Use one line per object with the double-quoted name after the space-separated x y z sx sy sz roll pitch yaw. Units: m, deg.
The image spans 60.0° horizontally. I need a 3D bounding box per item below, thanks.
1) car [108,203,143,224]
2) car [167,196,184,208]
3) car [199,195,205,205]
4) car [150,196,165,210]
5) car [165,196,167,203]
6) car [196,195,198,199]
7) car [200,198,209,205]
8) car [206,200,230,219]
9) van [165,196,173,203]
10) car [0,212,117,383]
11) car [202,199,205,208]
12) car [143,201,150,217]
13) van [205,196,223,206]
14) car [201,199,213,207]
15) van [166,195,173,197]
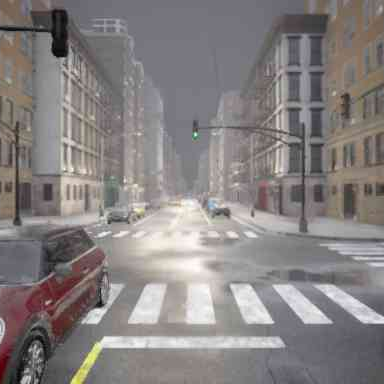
-5.395 1.698 25.981 2.008 1.369 4.403 0 0 0 "car"
-2.764 1.804 55.196 1.882 1.535 5.008 0 0 0 "car"
2.633 1.617 53.016 2.192 1.841 5.009 0 0 0 "car"
-5.421 1.710 47.606 1.967 1.590 4.097 0 0 0 "car"
-5.427 1.825 52.842 1.752 1.417 4.829 0 0 0 "car"
2.633 2.031 85.452 1.887 1.381 4.507 0 0 0 "car"
2.633 1.921 69.403 1.752 1.417 4.829 0 0 0 "car"
2.633 1.729 31.390 2.008 1.369 4.403 0 0 0 "car"
-5.459 1.796 80.044 1.690 1.788 3.998 0 0 0 "van"
-2.750 1.370 4.989 2.097 1.767 4.553 0 0 0 "car"
2.633 1.822 42.203 1.802 1.307 4.206 0 0 0 "car"
-5.402 1.702 31.217 1.752 1.417 4.829 0 0 0 "car"
2.633 1.550 36.798 1.690 1.788 3.998 0 0 0 "van"
2.633 1.898 58.421 1.947 1.339 4.313 0 0 0 "car"
-5.447 1.735 69.231 1.690 1.788 3.998 0 0 0 "van"
